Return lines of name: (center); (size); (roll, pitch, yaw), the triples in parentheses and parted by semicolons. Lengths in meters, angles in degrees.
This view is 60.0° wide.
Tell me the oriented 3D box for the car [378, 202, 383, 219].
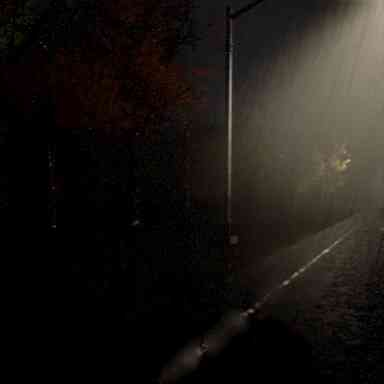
car: (18.475, 1.695, 30.873); (1.837, 1.490, 4.892); (1, 0, 32)
